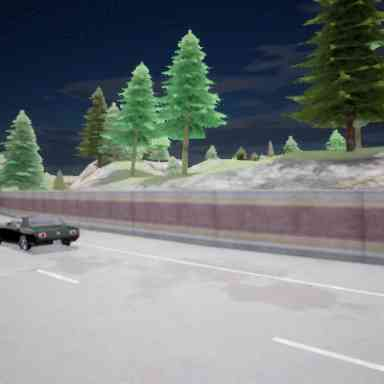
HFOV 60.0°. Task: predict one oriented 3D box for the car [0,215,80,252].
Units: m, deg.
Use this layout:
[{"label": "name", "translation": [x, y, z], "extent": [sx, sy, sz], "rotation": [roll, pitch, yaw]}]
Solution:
[{"label": "car", "translation": [-6.811, 1.631, 14.206], "extent": [4.718, 1.301, 1.895], "rotation": [0, 0, 42]}]
